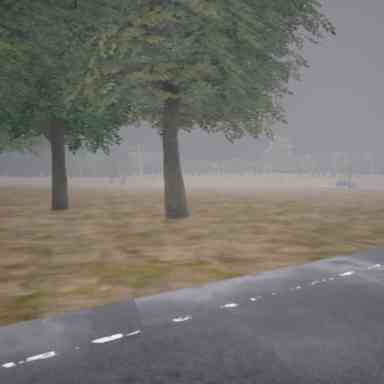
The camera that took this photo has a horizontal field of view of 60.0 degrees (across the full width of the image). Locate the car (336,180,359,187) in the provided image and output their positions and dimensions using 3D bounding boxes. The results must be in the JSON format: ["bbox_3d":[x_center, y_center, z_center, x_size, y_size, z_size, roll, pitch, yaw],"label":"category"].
[{"bbox_3d":[41.017,-2.190,86.173,2.150,2.045,5.566,-2,3,-33],"label":"car"}]
